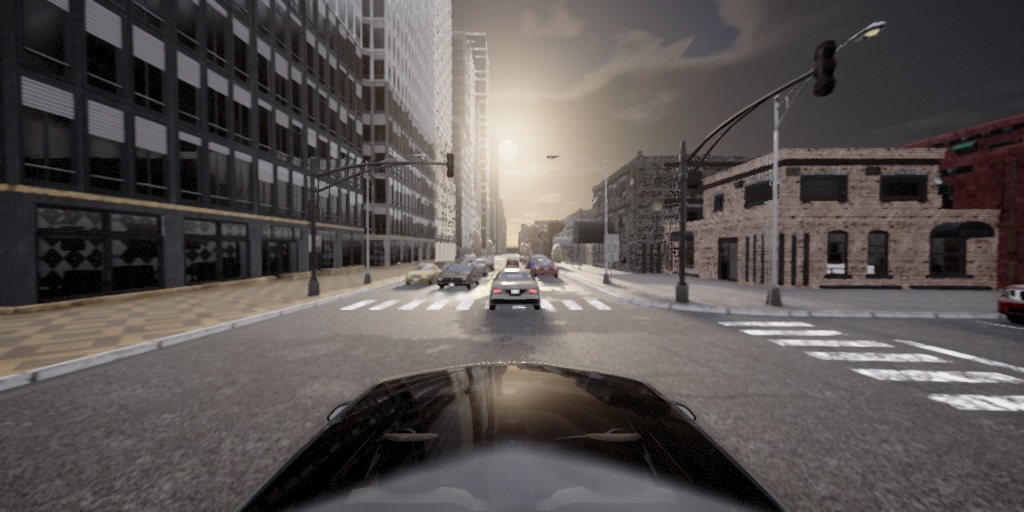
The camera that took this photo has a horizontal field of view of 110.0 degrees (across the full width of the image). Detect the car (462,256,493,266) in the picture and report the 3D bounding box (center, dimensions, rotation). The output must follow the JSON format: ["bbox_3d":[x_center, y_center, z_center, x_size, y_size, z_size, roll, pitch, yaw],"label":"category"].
[{"bbox_3d":[-3.090,1.006,31.847,2.128,1.511,4.902,0,0,0],"label":"car"}]

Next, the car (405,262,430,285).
[{"bbox_3d":[-5.825,1.098,24.154,1.751,1.417,4.829,0,0,0],"label":"car"}]

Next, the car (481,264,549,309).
[{"bbox_3d":[0.101,1.199,14.251,2.033,1.411,5.357,0,0,0],"label":"car"}]

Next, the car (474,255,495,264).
[{"bbox_3d":[-3.053,0.911,42.268,1.882,1.535,5.008,0,0,1],"label":"car"}]

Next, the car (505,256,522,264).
[{"bbox_3d":[0.075,0.832,52.333,1.882,1.535,5.008,0,0,0],"label":"car"}]

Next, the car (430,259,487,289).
[{"bbox_3d":[-3.073,1.139,21.954,2.033,1.411,5.357,0,0,4],"label":"car"}]

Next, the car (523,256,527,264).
[{"bbox_3d":[2.697,0.756,41.199,2.192,1.841,5.009,0,0,0],"label":"car"}]

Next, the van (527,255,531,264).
[{"bbox_3d":[2.696,0.826,35.555,1.690,1.789,3.998,0,0,0],"label":"van"}]

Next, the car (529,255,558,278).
[{"bbox_3d":[2.695,0.969,29.911,1.967,1.591,4.097,0,0,0],"label":"car"}]

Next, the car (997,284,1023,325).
[{"bbox_3d":[16.519,1.109,9.627,5.009,1.841,2.192,0,0,1],"label":"car"}]
